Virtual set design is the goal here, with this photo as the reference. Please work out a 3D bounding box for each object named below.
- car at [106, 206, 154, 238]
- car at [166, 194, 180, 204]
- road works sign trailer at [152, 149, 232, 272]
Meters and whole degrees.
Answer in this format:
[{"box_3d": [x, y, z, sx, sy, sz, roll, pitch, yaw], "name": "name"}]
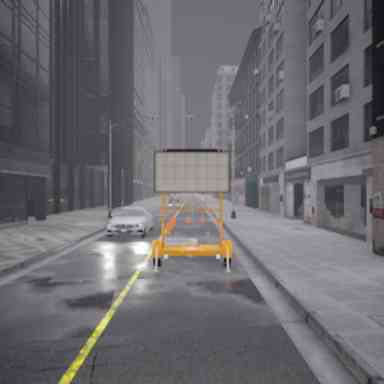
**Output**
[{"box_3d": [-3.090, 1.473, 17.389, 1.812, 1.442, 4.674, 0, 0, 0], "name": "car"}, {"box_3d": [-3.043, 1.331, 58.022, 1.812, 1.442, 4.674, 0, 0, 0], "name": "car"}, {"box_3d": [0.005, 0.432, 10.630, 2.380, 3.560, 2.880, 0, 0, 0], "name": "road works sign trailer"}]
